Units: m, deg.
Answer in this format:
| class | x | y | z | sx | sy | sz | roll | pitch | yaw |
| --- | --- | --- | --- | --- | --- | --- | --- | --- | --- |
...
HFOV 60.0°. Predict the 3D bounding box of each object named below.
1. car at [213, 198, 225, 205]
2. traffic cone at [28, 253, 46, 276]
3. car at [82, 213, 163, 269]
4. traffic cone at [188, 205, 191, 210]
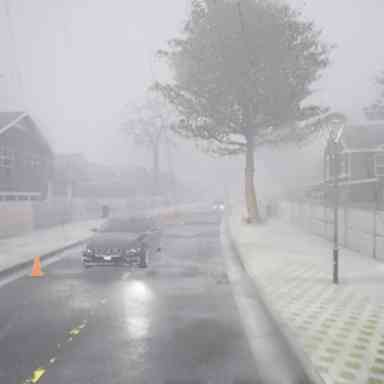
| class | x | y | z | sx | sy | sz | roll | pitch | yaw |
| --- | --- | --- | --- | --- | --- | --- | --- | --- | --- |
| car | 5.071 | 1.776 | 62.156 | 1.895 | 1.301 | 4.718 | 0 | 0 | 9 |
| traffic cone | -4.249 | 1.962 | 9.115 | 0.340 | 0.580 | 0.340 | 0 | 0 | 2 |
| car | -2.130 | 1.514 | 11.304 | 1.837 | 1.490 | 4.892 | 0 | 0 | 3 |
| traffic cone | -0.342 | 2.056 | 44.228 | 0.340 | 0.580 | 0.340 | 0 | 0 | 10 |
